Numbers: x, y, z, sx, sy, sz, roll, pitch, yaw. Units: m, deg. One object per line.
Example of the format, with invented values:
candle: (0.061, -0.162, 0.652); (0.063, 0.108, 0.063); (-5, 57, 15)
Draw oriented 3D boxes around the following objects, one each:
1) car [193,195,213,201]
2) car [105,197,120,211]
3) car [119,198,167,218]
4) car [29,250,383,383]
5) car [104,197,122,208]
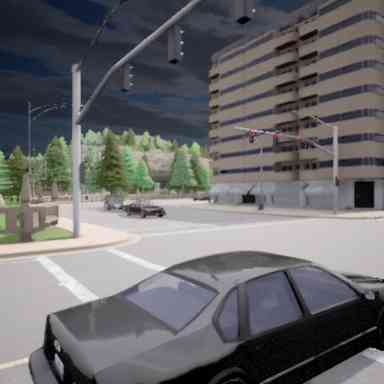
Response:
car: (2.416, 1.321, 73.077); (2.033, 1.411, 5.357); (0, 0, 40)
car: (-8.892, 1.382, 38.198); (2.128, 1.511, 4.902); (0, 0, -20)
car: (-4.198, 1.443, 29.065); (2.033, 1.411, 5.357); (0, 0, -33)
car: (0.882, 1.531, 4.384); (5.357, 1.411, 2.033); (-1, 0, -35)
car: (-11.306, 1.477, 48.163); (1.895, 1.301, 4.718); (0, 0, -5)
